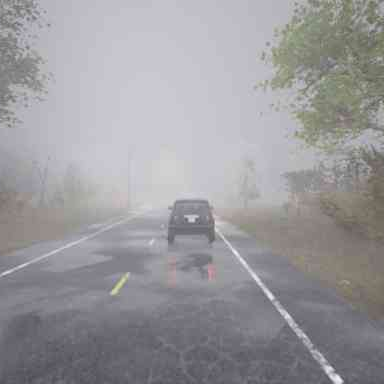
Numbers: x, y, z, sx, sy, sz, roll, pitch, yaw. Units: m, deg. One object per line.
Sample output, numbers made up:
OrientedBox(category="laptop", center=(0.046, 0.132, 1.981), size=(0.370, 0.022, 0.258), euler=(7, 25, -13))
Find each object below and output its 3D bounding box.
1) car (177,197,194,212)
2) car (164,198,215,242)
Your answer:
OrientedBox(category="car", center=(-0.951, 1.577, 43.850), size=(2.097, 1.767, 4.553), euler=(0, 0, -3))
OrientedBox(category="car", center=(-0.062, 1.317, 17.095), size=(2.150, 2.045, 5.566), euler=(0, 0, -1))
